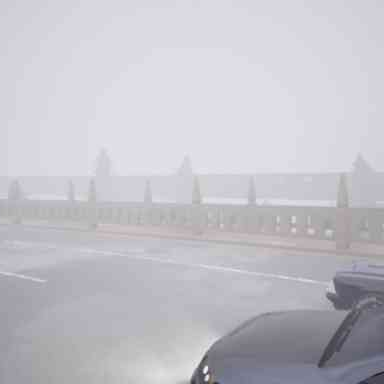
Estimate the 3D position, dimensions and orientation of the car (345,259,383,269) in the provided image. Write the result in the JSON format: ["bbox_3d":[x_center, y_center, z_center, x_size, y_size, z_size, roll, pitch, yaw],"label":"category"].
[{"bbox_3d":[4.574,1.573,4.895,4.718,1.301,1.895,0,0,36],"label":"car"}]

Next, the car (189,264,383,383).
[{"bbox_3d":[1.989,1.549,2.372,4.181,1.385,1.994,0,0,35],"label":"car"}]
